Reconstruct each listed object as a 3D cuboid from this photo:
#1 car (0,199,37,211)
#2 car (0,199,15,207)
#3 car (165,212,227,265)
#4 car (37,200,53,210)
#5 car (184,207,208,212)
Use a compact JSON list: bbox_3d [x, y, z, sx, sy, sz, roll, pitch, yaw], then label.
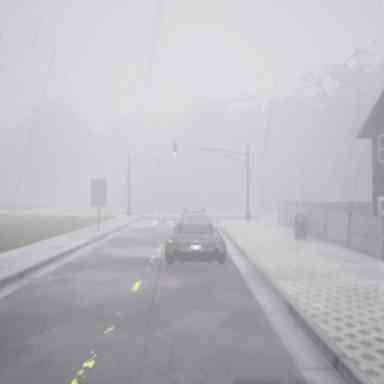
[{"bbox_3d":[-23.672,1.876,44.968,4.181,1.385,1.994,0,-1,24],"label":"car"},{"bbox_3d":[-35.027,1.993,60.604,5.357,1.411,2.033,0,-1,23],"label":"car"},{"bbox_3d":[0.119,1.645,12.014,1.994,1.385,4.181,0,0,0],"label":"car"},{"bbox_3d":[-22.286,1.869,47.915,4.674,1.442,1.812,0,-1,24],"label":"car"},{"bbox_3d":[0.295,1.774,25.511,1.895,1.301,4.718,0,0,3],"label":"car"}]
